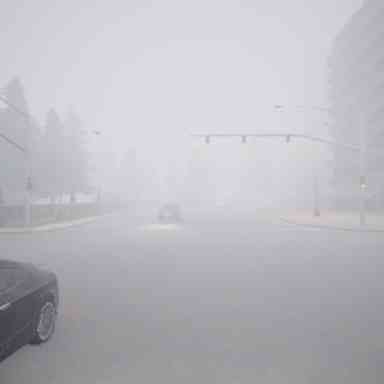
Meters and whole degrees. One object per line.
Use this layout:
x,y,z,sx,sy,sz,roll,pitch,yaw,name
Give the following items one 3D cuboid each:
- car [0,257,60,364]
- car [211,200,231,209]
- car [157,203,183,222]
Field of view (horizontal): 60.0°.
-3.191,1.587,3.877,1.812,1.442,4.674,0,-1,3,car
4.656,1.947,52.904,1.812,1.442,4.674,-1,-1,30,car
-1.874,1.765,29.270,2.128,1.511,4.902,0,0,4,car
